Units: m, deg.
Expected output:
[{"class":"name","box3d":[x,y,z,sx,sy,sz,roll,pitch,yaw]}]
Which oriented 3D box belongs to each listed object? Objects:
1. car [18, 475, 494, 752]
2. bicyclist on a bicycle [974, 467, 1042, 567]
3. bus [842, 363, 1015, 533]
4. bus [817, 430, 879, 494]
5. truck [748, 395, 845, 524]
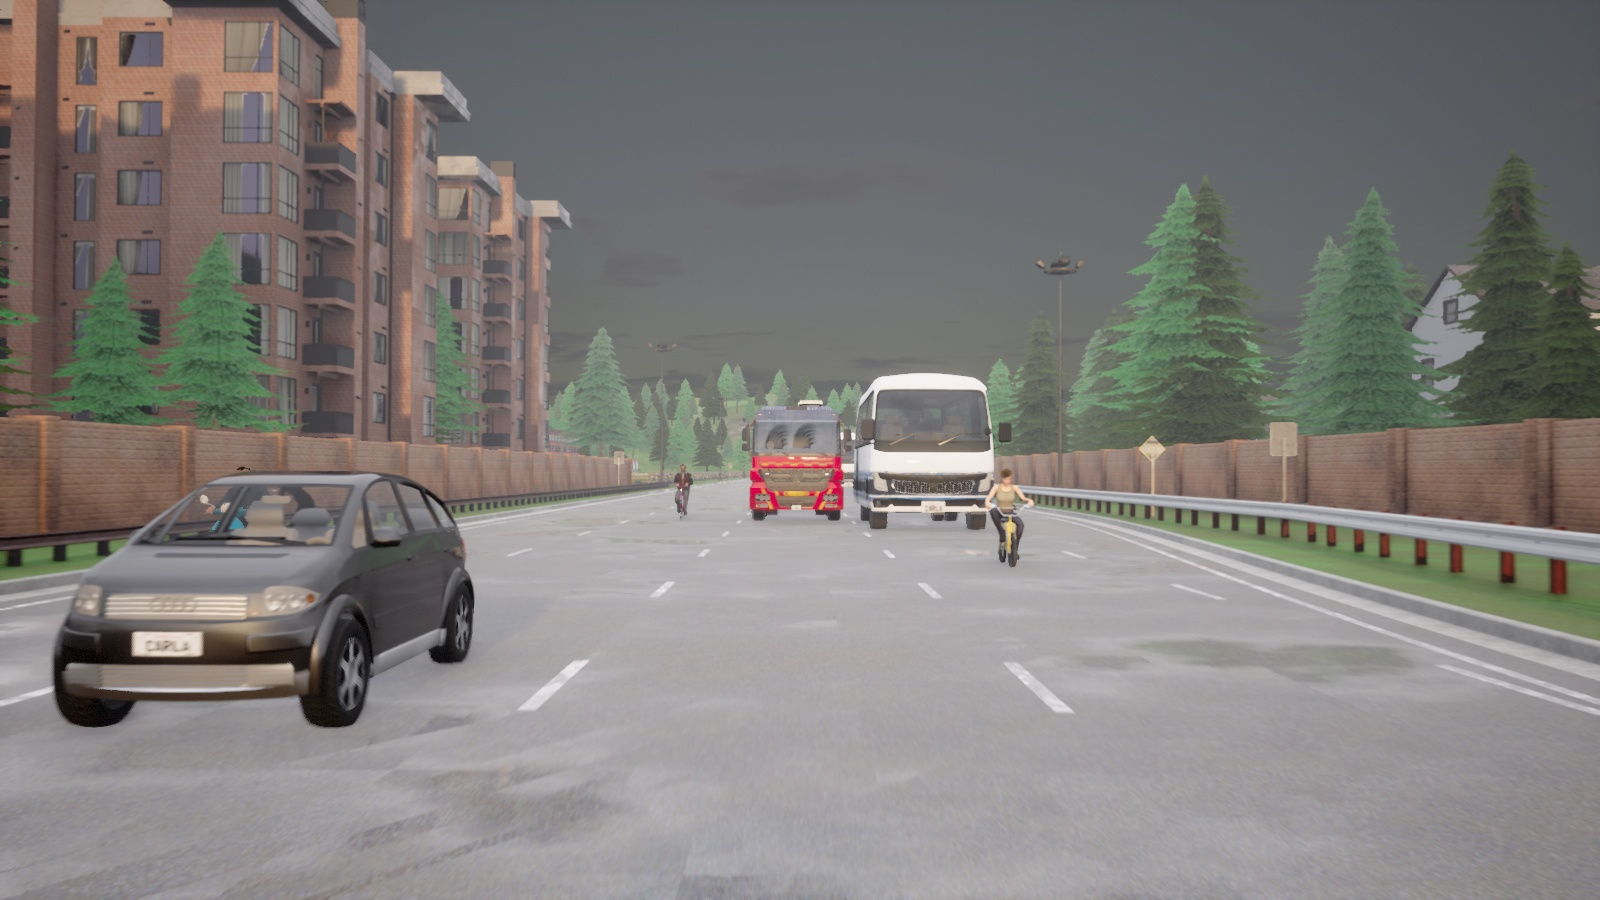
[{"class":"car","box3d":[-3.522,0.957,8.944,1.789,1.549,3.705,0,-1,0]},{"class":"bicyclist on a bicycle","box3d":[3.449,1.087,20.907,0.866,1.612,1.509,0,-1,0]},{"class":"bus","box3d":[3.405,0.037,36.670,3.944,4.253,10.273,0,-1,0]},{"class":"bus","box3d":[3.278,0.913,89.009,3.944,4.253,10.273,0,-1,0]},{"class":"truck","box3d":[-0.106,0.349,41.816,2.891,3.827,8.468,0,-1,0]}]
